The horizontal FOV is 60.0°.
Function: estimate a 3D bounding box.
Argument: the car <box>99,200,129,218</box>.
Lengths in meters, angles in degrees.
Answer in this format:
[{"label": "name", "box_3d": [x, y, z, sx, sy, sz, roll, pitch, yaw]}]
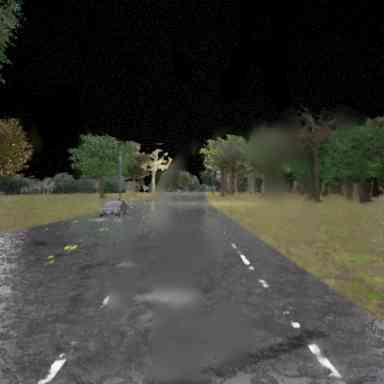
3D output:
[{"label": "car", "box_3d": [-6.999, 1.489, 30.279, 1.837, 1.490, 4.892, 0, 0, 0]}]
